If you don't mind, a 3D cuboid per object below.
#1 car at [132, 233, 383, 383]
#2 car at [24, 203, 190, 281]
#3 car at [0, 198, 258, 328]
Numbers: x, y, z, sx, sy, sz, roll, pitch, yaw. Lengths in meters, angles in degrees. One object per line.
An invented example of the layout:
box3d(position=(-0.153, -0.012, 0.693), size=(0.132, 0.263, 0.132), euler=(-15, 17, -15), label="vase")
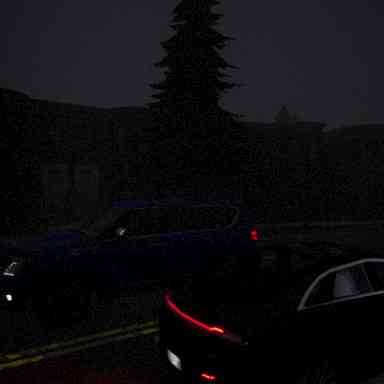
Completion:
box3d(position=(1.922, 1.468, 4.556), size=(4.902, 1.511, 2.128), euler=(0, 0, -30), label="car")
box3d(position=(-2.567, 1.287, 10.190), size=(4.553, 1.767, 2.097), euler=(0, 0, -29), label="car")
box3d(position=(-1.082, 1.177, 7.171), size=(5.566, 2.045, 2.150), euler=(0, 0, -30), label="car")
